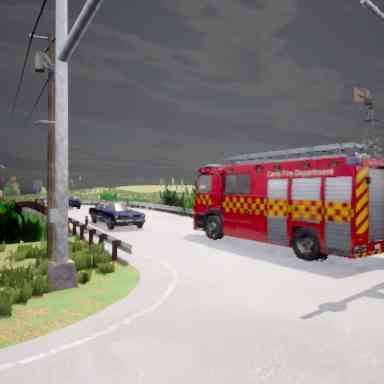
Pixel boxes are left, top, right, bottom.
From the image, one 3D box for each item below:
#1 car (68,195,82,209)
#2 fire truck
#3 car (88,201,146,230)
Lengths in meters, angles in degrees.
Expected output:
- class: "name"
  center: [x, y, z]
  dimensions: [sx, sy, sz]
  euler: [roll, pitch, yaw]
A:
- class: "car"
  center: [-11.527, 0.916, 30.559]
  dimensions: [1.895, 1.301, 4.718]
  euler: [0, 0, -31]
- class: "fire truck"
  center: [3.509, 0.360, 13.679]
  dimensions: [2.891, 3.827, 8.468]
  euler: [0, 1, -34]
- class: "car"
  center: [-4.335, 1.245, 18.908]
  dimensions: [1.895, 1.301, 4.718]
  euler: [0, 3, -33]
